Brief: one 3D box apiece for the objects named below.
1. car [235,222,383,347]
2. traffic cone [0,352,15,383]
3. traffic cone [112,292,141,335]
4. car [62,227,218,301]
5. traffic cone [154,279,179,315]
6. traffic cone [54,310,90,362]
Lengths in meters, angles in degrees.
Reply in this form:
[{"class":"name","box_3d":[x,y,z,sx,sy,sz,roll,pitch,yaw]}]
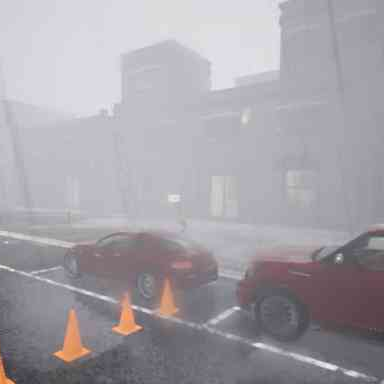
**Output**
[{"class":"car","box_3d":[3.136,1.327,4.751,5.009,1.841,2.192,1,1,36]},{"class":"traffic cone","box_3d":[-2.215,1.904,3.723,0.340,0.580,0.340,1,0,36]},{"class":"traffic cone","box_3d":[-1.045,1.908,5.346,0.340,0.580,0.340,1,0,36]},{"class":"car","box_3d":[-1.367,1.513,7.998,4.206,1.307,1.802,1,1,36]},{"class":"traffic cone","box_3d":[-0.461,1.910,6.157,0.340,0.580,0.340,1,0,36]},{"class":"traffic cone","box_3d":[-1.630,1.906,4.534,0.340,0.580,0.340,1,0,36]}]
